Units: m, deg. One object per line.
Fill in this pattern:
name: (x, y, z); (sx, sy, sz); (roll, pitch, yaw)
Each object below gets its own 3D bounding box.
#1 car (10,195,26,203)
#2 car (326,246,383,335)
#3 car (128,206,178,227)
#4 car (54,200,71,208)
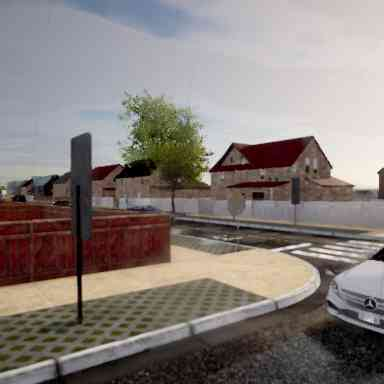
car: (-40.555, 1.650, 78.166); (2.150, 2.045, 5.566); (-1, 0, -37)
car: (4.422, 1.547, 6.099); (4.674, 1.442, 1.812); (1, 0, -35)
car: (-3.145, 1.673, 23.419); (2.033, 1.411, 5.357); (-1, 0, -37)
car: (-15.022, 1.735, 39.339); (1.837, 1.490, 4.892); (-1, 0, -36)
